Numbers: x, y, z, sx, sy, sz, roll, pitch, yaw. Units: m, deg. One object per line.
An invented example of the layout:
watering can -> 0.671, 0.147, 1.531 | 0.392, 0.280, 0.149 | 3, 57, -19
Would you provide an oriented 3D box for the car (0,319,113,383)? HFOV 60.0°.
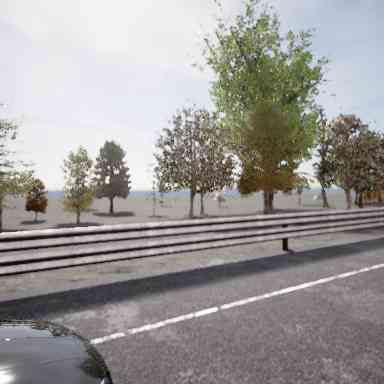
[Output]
car -> -2.841, 1.503, 1.716 | 4.902, 1.511, 2.128 | -1, 0, -35
